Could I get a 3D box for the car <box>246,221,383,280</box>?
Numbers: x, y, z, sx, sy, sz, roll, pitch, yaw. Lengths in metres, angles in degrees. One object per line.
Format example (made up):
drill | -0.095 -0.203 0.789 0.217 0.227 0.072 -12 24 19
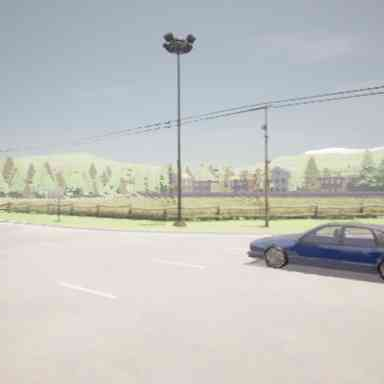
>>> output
car | 4.302 1.561 9.522 5.357 1.411 2.033 0 0 35
